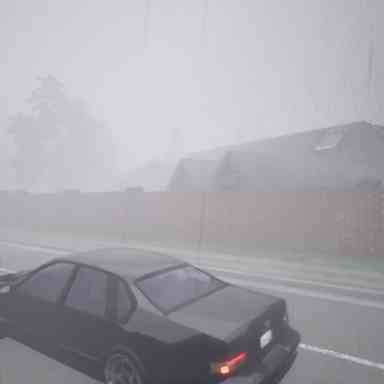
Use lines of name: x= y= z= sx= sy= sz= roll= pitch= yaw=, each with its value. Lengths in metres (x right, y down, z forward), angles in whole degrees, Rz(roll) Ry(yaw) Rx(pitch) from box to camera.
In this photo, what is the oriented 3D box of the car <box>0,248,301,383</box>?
car: x=-1.277 y=1.587 z=4.898 sx=5.357 sy=1.411 sz=2.033 roll=-1 pitch=0 yaw=35
